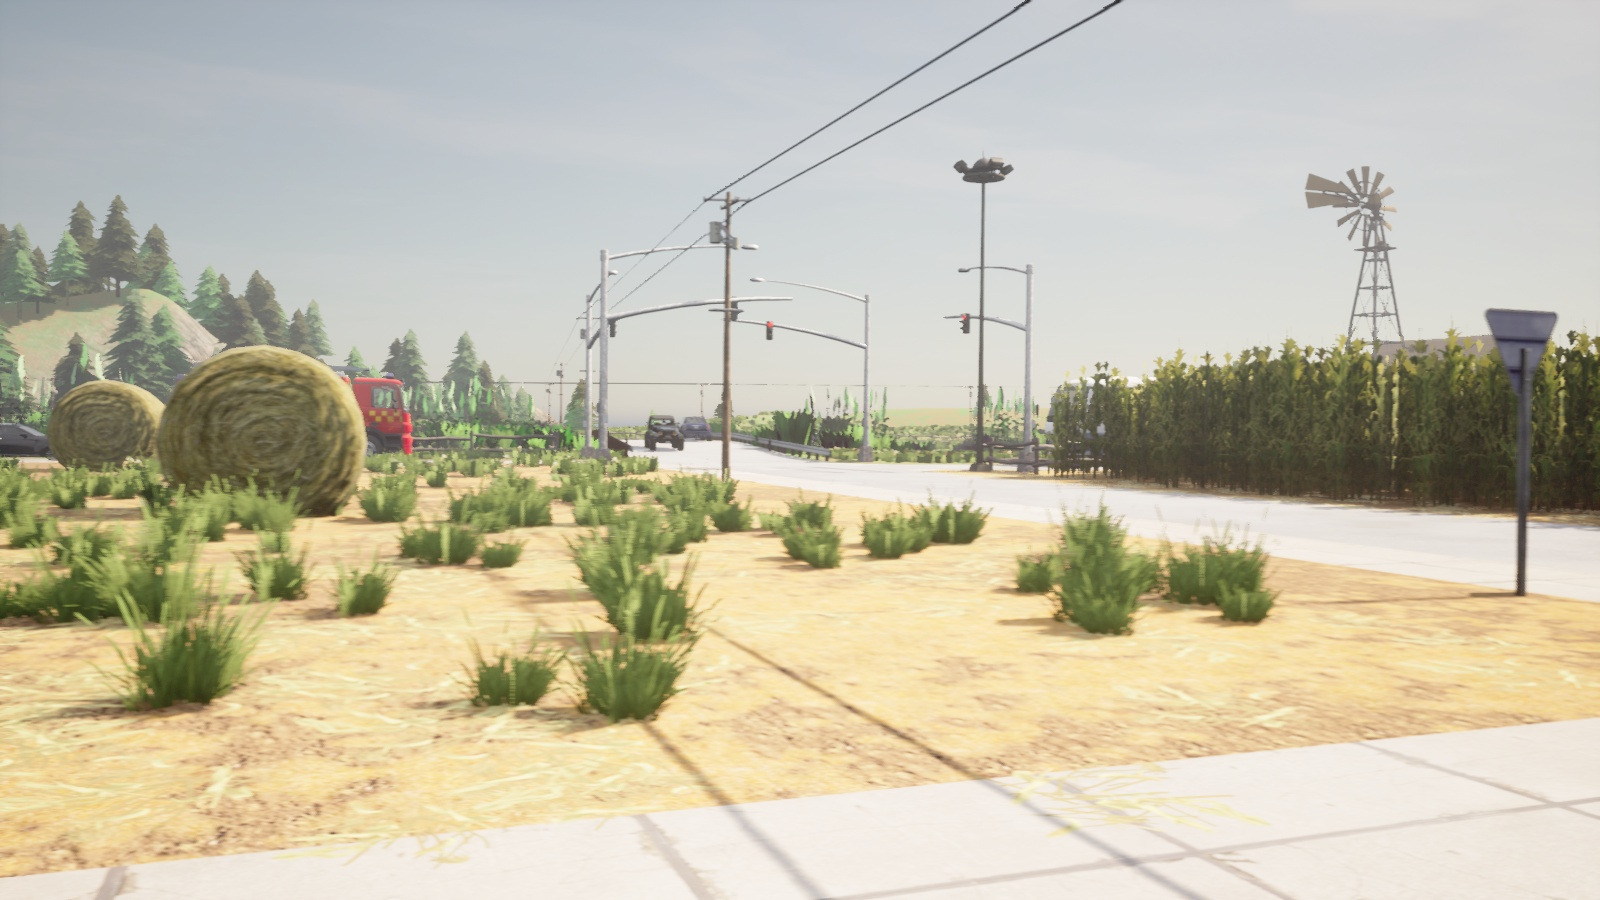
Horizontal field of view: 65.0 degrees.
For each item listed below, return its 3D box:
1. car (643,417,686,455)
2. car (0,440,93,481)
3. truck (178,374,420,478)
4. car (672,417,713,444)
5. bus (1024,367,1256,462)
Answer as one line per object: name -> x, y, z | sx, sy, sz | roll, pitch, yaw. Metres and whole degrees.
car -> -7.704, -0.823, 71.035 | 1.905, 1.878, 3.866 | -1, 4, -14
car -> -28.756, 0.377, 46.021 | 4.674, 1.442, 1.812 | -1, 1, -17
truck -> -19.245, -0.963, 48.898 | 8.468, 3.827, 2.891 | -1, 1, -17
car -> -7.258, -1.330, 84.463 | 2.097, 1.767, 4.553 | -1, 1, -12
bus -> 16.245, -1.705, 60.017 | 10.273, 4.253, 3.944 | -1, 1, -20
